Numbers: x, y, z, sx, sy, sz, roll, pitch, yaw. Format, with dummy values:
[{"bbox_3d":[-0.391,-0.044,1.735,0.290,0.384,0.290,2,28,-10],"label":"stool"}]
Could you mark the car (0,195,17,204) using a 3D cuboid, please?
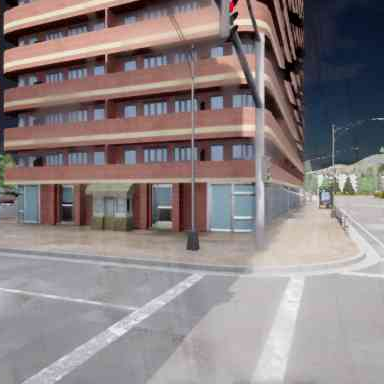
[{"bbox_3d":[-29.446,1.316,51.302,2.097,1.767,4.553,0,0,26],"label":"car"}]
